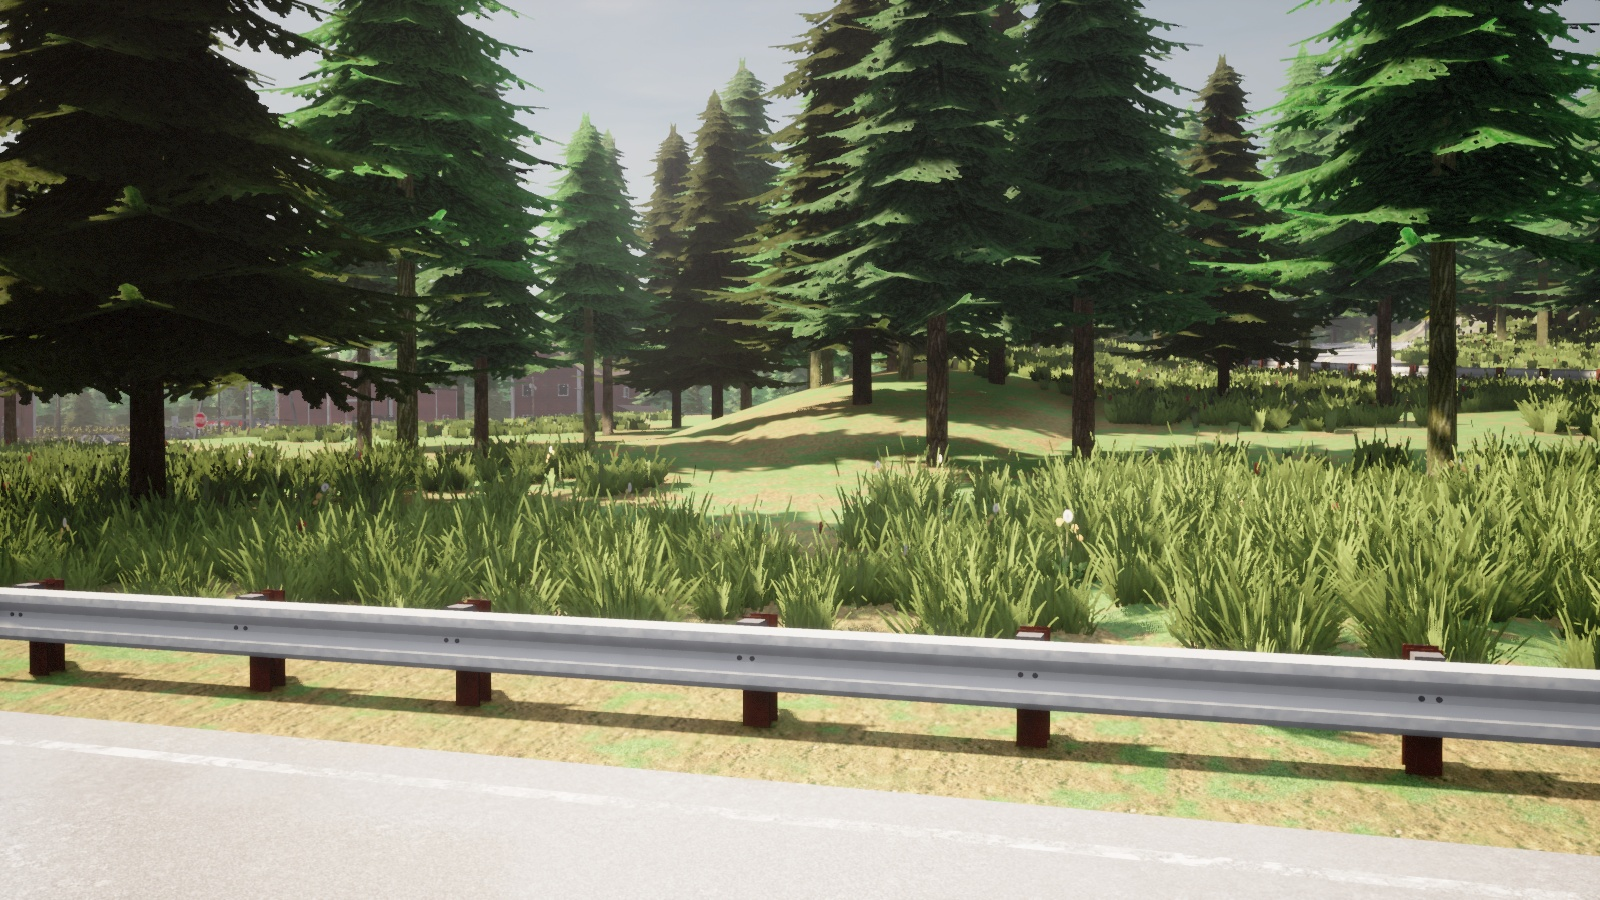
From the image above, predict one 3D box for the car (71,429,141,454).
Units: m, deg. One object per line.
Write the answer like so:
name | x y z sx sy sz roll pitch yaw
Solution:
car | -43.263 -0.549 78.304 3.633 1.501 1.845 1 1 20
